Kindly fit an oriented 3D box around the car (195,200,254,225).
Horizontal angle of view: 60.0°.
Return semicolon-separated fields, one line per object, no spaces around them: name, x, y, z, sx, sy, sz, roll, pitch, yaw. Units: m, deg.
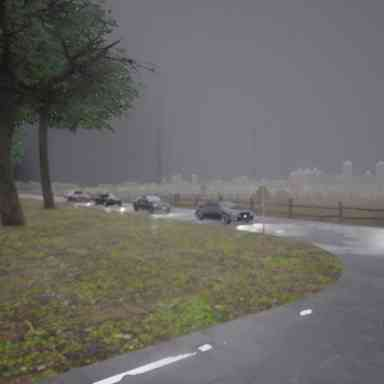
car;2.037;1.255;21.779;1.994;1.385;4.181;-1;2;-37

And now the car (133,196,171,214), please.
car;-3.703;1.058;29.696;1.812;1.442;4.674;-1;2;-36

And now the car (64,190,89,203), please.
car;-15.983;0.590;46.752;2.097;1.767;4.553;-1;1;-35

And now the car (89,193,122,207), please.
car;-9.660;0.860;37.934;1.882;1.535;5.008;-1;2;-36

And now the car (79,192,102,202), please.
car;-15.734;0.737;51.338;1.895;1.301;4.718;-1;2;-36
